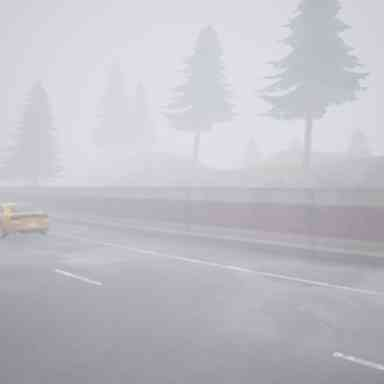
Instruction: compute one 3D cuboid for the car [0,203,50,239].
[{"bbox_3d":[-8.706,1.254,16.130,5.008,1.535,1.882,1,1,43],"label":"car"}]
